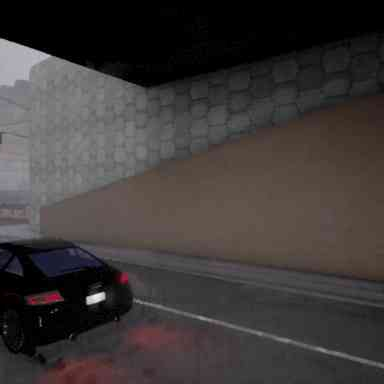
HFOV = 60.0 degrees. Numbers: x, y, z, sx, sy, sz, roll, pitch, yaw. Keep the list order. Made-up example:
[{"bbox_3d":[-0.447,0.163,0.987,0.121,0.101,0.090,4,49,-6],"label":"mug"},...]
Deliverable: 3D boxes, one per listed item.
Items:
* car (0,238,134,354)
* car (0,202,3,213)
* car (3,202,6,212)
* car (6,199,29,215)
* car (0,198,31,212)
[{"bbox_3d":[-3.076,1.568,6.175,4.181,1.385,1.994,0,0,36],"label":"car"},{"bbox_3d":[-18.260,1.473,34.158,2.038,1.542,4.974,0,0,-9],"label":"car"},{"bbox_3d":[-14.572,1.470,31.396,4.974,1.542,2.038,0,0,1],"label":"car"},{"bbox_3d":[-14.520,1.313,31.396,4.536,1.218,1.853,0,0,1],"label":"car"},{"bbox_3d":[-18.269,1.316,34.209,1.853,1.218,4.536,0,0,-9],"label":"car"}]
